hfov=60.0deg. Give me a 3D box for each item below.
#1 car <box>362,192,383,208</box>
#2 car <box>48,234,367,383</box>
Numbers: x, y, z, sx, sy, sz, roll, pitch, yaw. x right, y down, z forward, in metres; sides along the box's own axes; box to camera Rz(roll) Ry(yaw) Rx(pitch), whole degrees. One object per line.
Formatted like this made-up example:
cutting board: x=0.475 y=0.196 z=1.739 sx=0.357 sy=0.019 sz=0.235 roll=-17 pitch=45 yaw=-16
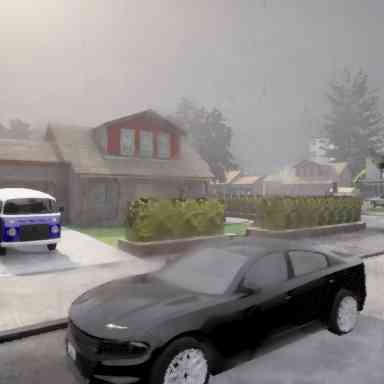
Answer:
car: x=22.966 y=0.985 z=40.708 sx=3.866 sy=1.878 sz=1.905 roll=0 pitch=0 yaw=-1
car: x=0.712 y=1.477 z=5.110 sx=5.008 sy=1.535 sz=1.882 roll=0 pitch=0 yaw=-36
